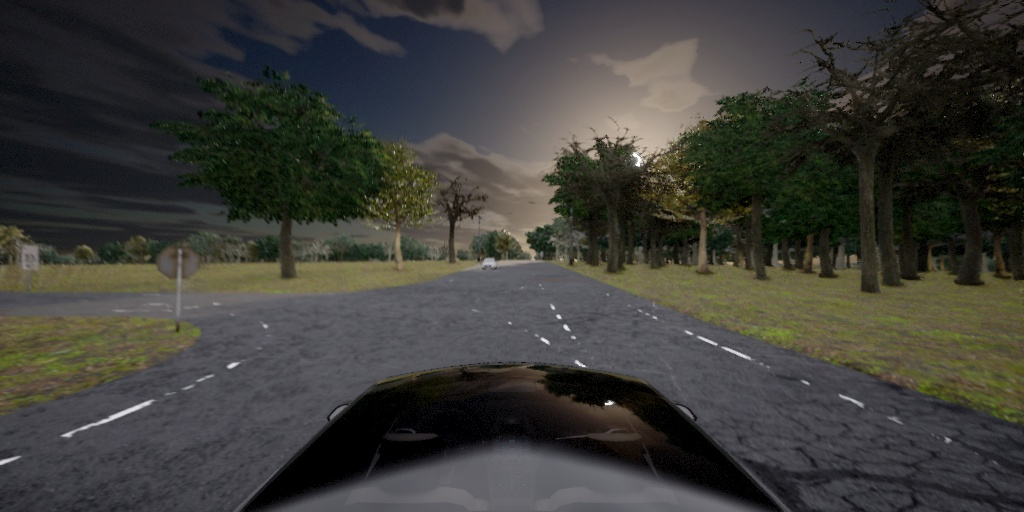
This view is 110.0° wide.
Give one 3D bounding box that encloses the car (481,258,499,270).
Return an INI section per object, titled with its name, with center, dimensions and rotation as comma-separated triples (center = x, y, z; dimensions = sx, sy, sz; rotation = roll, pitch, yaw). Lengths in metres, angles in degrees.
[car]
center = -2.840, 1.015, 45.706
dimensions = 1.812, 1.442, 4.674
rotation = 0, 1, 1
